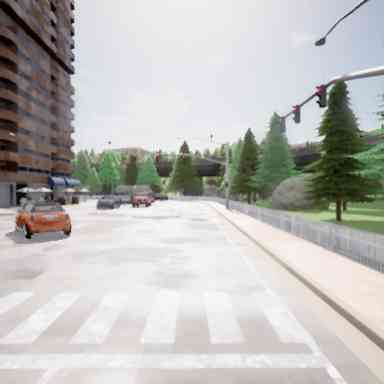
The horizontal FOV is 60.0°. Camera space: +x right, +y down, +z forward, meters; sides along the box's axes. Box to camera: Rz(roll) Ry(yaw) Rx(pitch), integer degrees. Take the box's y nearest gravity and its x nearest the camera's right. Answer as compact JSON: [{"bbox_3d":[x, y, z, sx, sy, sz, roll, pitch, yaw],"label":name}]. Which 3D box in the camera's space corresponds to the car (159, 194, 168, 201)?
[{"bbox_3d":[-7.390,1.131,76.490,2.097,1.767,4.553,0,0,-39],"label":"car"}]

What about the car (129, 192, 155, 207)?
[{"bbox_3d":[-7.091,1.083,47.370,2.150,2.045,5.566,0,0,0],"label":"car"}]

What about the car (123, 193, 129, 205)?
[{"bbox_3d":[-10.768,1.346,53.479,1.837,1.490,4.892,0,1,-2],"label":"car"}]

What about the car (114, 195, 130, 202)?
[{"bbox_3d":[-14.339,1.350,68.128,1.994,1.385,4.181,0,0,-29],"label":"car"}]

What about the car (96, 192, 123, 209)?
[{"bbox_3d":[-10.600,1.228,42.287,2.097,1.767,4.553,0,0,1],"label":"car"}]

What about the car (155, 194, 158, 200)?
[{"bbox_3d":[-8.027,1.419,61.757,1.895,1.301,4.718,0,0,-12],"label":"car"}]

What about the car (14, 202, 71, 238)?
[{"bbox_3d":[-8.074,1.326,17.802,2.097,1.767,4.553,-1,0,-35],"label":"car"}]

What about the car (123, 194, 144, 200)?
[{"bbox_3d":[-14.670,1.208,83.473,5.357,1.411,2.033,0,0,32],"label":"car"}]
